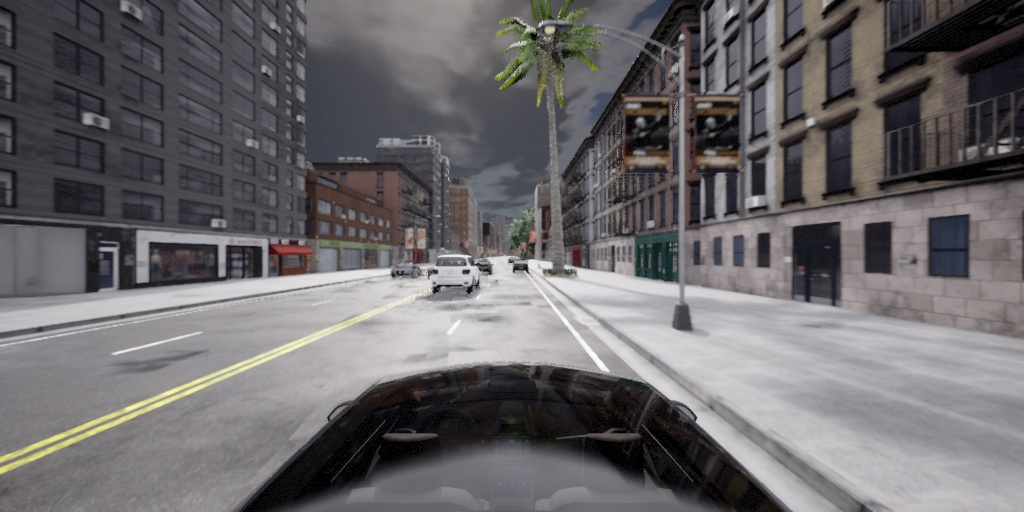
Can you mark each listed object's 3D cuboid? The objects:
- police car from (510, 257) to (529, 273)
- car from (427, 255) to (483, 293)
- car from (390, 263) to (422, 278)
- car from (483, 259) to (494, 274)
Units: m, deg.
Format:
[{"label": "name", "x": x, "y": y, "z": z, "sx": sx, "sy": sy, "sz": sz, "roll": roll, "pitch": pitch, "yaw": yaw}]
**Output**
[{"label": "police car", "x": 1.004, "y": 1.171, "z": 42.969, "sx": 1.930, "sy": 1.638, "sz": 5.238, "roll": 0, "pitch": 0, "yaw": 0}, {"label": "car", "x": -3.137, "y": 0.971, "z": 20.813, "sx": 2.150, "sy": 2.045, "sz": 5.566, "roll": 0, "pitch": 0, "yaw": 0}, {"label": "car", "x": -9.817, "y": 1.312, "z": 33.460, "sx": 1.994, "sy": 1.385, "sz": 4.181, "roll": 0, "pitch": 0, "yaw": 0}, {"label": "car", "x": -3.123, "y": 1.252, "z": 40.094, "sx": 1.837, "sy": 1.490, "sz": 4.892, "roll": 0, "pitch": 0, "yaw": 0}]
